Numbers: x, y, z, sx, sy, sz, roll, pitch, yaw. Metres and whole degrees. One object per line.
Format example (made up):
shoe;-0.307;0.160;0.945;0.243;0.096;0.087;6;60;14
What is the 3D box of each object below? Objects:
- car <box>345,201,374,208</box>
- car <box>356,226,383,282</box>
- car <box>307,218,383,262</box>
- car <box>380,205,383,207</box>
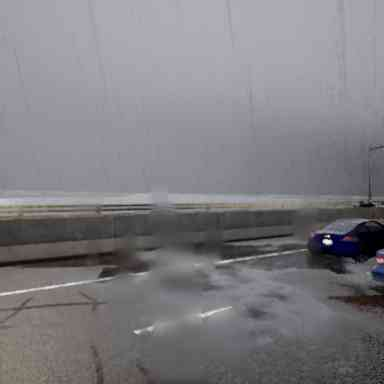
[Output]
car;23.046;1.926;45.712;4.902;1.511;2.128;1;0;-34
car;6.719;1.650;8.547;5.357;1.411;2.033;1;0;-35
car;6.262;1.685;12.493;4.181;1.385;1.994;1;0;-35
car;26.398;2.012;43.762;4.181;1.385;1.994;1;0;-34
